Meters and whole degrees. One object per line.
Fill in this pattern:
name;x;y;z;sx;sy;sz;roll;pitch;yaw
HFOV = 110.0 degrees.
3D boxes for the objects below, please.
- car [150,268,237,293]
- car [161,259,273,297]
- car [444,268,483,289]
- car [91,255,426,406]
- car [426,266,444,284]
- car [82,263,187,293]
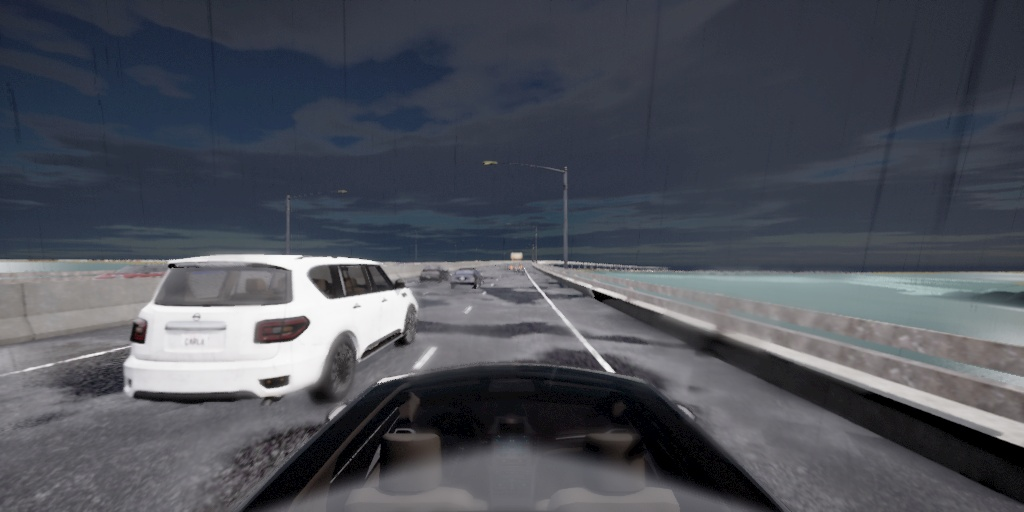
car;-20.997;1.574;23.913;1.994;1.385;4.181;0;-1;1
car;-17.517;1.208;21.822;2.150;2.045;5.566;0;-1;0
car;-3.281;1.588;26.363;2.033;1.411;5.357;0;-1;1
car;-3.399;1.029;6.538;2.150;2.045;5.566;0;-1;0
car;-6.725;1.593;31.643;2.128;1.511;4.902;0;-1;1
car;-24.500;1.358;23.572;2.097;1.767;4.553;0;-1;1
